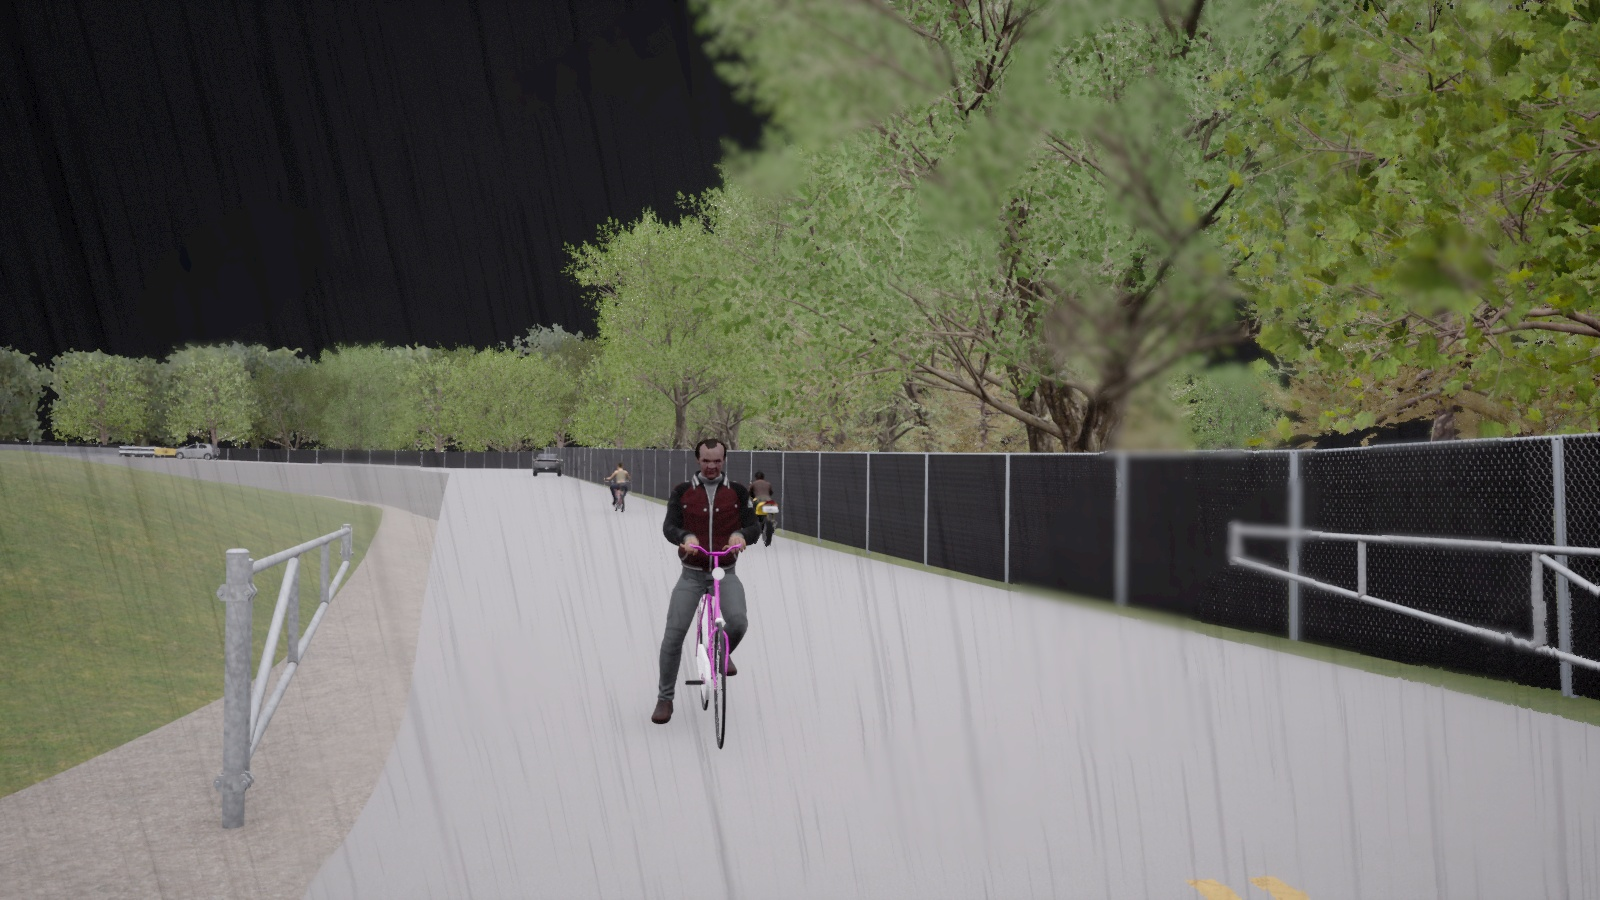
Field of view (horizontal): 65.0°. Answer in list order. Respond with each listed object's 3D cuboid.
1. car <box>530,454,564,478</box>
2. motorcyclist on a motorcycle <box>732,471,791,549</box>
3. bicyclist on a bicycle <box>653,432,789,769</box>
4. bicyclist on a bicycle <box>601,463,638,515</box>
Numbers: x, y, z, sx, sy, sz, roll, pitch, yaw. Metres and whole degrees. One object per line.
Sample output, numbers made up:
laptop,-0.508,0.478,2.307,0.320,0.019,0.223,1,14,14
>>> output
car,-16.860,1.070,83.967,2.128,1.511,4.902,0,0,-10
motorcyclist on a motorcycle,-0.814,1.209,25.817,0.797,1.523,2.044,0,-1,-14
bicyclist on a bicycle,-0.524,0.813,7.594,0.659,1.776,1.843,0,-1,-9
bicyclist on a bicycle,-5.835,1.241,40.497,0.866,1.612,1.509,0,0,-20
